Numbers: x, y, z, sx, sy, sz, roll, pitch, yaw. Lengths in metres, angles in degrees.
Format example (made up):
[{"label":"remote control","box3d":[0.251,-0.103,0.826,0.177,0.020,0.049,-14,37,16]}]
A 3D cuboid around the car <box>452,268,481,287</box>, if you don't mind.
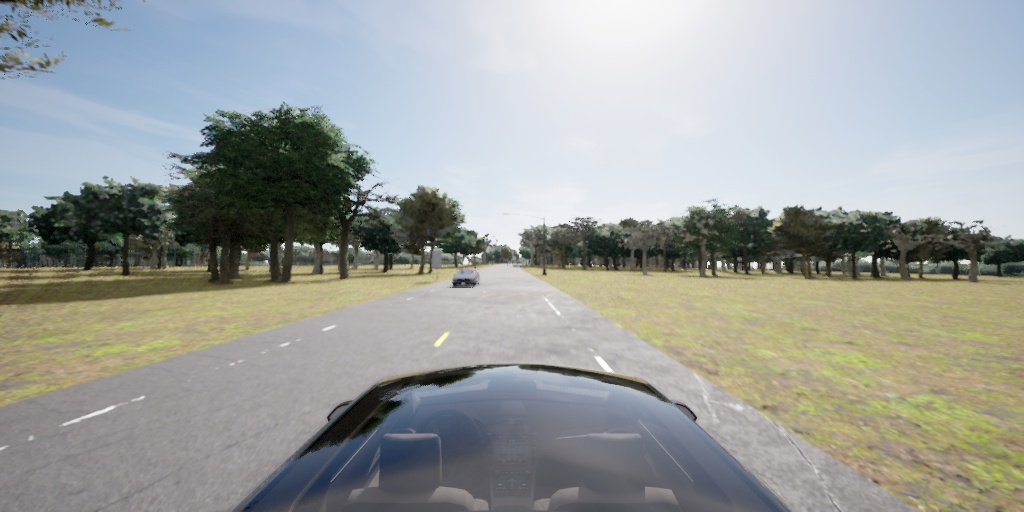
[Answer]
[{"label":"car","box3d":[-3.587,1.701,29.050,2.033,1.411,5.357,0,-1,0]}]
